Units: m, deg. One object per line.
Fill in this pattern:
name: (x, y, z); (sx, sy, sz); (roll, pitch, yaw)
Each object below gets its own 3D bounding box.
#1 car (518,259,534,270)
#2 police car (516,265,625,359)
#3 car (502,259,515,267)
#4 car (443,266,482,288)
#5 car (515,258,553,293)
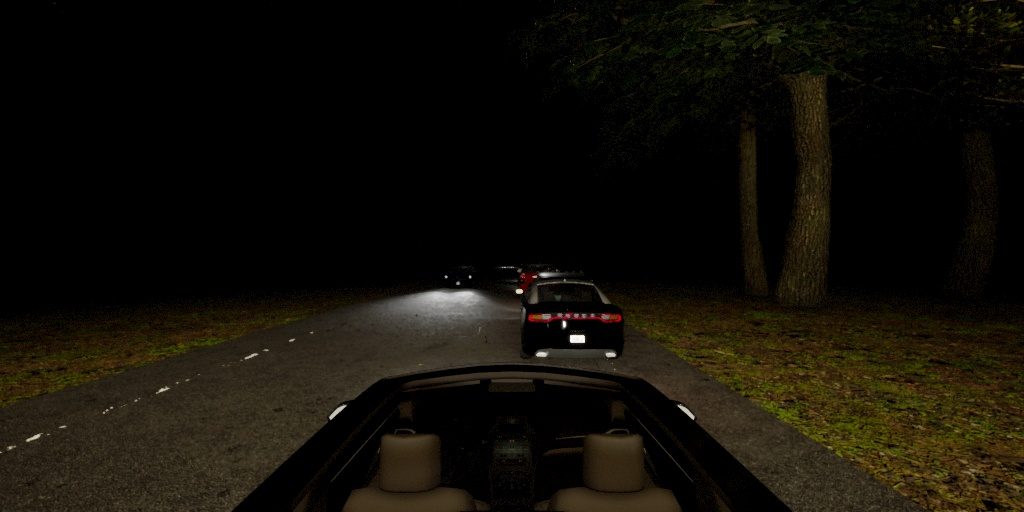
car: (2.052, 1.230, 50.919); (2.033, 1.411, 5.357); (0, 0, 4)
police car: (1.125, 1.170, 8.528); (1.930, 1.638, 5.238); (0, 0, 1)
car: (-0.569, 1.203, 62.752); (2.033, 1.411, 5.357); (0, 0, 5)
car: (-3.127, 1.323, 23.459); (1.895, 1.301, 4.718); (0, 0, 2)
car: (1.342, 1.083, 18.349); (2.097, 1.767, 4.553); (0, 0, 2)
